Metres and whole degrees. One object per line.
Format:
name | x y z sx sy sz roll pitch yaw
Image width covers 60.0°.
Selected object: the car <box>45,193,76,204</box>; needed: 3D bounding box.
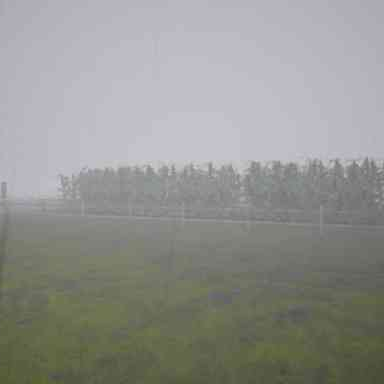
car | -18.636 0.926 47.616 2.097 1.767 4.553 0 1 27
